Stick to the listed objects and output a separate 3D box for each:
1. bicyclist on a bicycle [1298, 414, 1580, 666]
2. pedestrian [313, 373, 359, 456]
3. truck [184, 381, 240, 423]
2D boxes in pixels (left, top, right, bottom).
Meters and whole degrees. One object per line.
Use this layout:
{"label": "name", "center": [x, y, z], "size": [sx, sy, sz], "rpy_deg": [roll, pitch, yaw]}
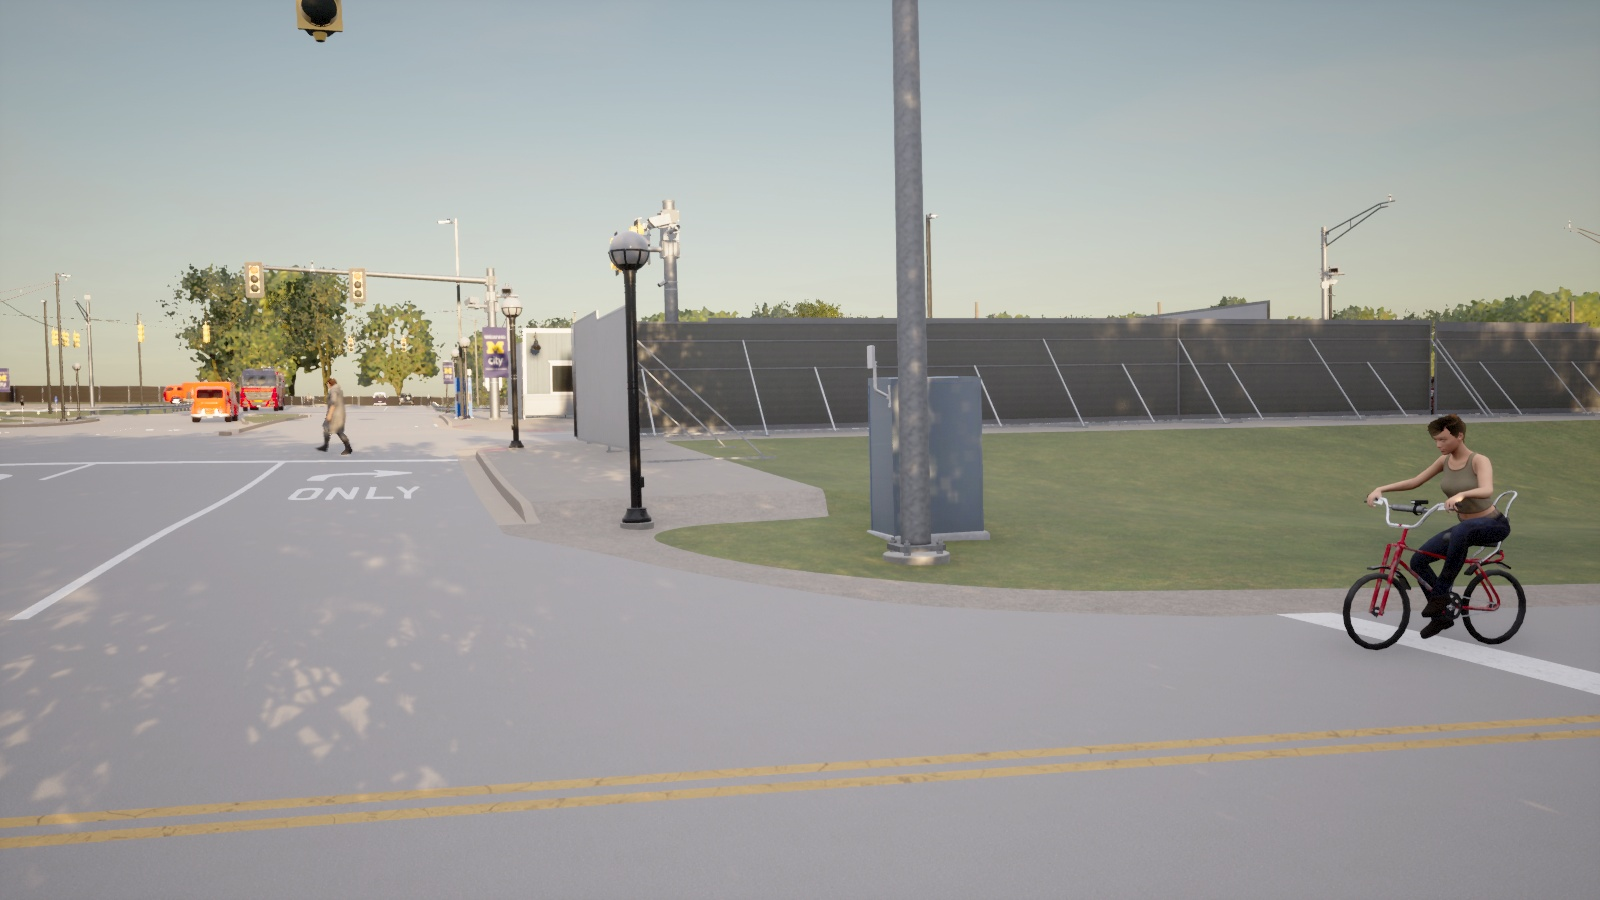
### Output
{"label": "bicyclist on a bicycle", "center": [4.373, 0.568, 8.649], "size": [1.509, 1.612, 0.866], "rpy_deg": [0, 1, -14]}
{"label": "pedestrian", "center": [-11.111, -0.845, 30.074], "size": [0.873, 1.952, 0.659], "rpy_deg": [-2, 2, -10]}
{"label": "truck", "center": [-35.930, -3.000, 76.909], "size": [2.627, 2.467, 5.204], "rpy_deg": [-1, 3, -20]}
